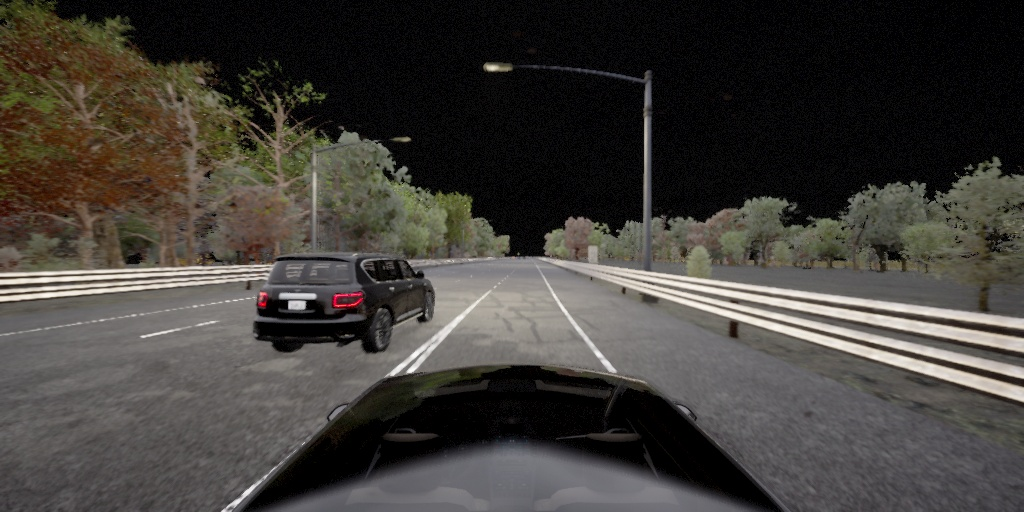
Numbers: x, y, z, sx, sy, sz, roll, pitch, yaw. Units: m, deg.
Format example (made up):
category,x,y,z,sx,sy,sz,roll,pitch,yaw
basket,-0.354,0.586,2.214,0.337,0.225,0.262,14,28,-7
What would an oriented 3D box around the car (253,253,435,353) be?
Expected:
category,x,y,z,sx,sy,sz,roll,pitch,yaw
car,-3.606,0.954,8.926,2.150,2.045,5.566,0,0,3
